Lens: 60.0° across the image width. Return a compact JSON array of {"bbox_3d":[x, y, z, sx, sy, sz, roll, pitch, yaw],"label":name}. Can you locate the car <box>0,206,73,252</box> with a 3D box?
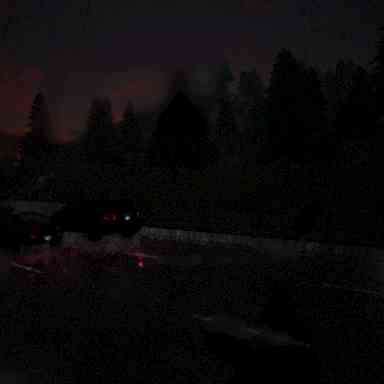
[{"bbox_3d":[-7.178,1.533,13.938,4.674,1.442,1.812,0,0,40],"label":"car"}]

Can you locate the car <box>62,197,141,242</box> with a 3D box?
[{"bbox_3d":[-4.960,1.258,16.646,5.566,2.045,2.150,0,0,40],"label":"car"}]

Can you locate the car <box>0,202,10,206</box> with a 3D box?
[{"bbox_3d":[-15.203,1.533,25.862,4.674,1.442,1.812,0,0,44],"label":"car"}]
